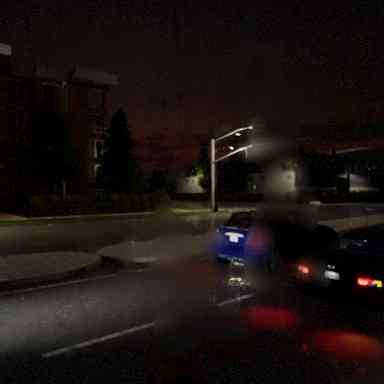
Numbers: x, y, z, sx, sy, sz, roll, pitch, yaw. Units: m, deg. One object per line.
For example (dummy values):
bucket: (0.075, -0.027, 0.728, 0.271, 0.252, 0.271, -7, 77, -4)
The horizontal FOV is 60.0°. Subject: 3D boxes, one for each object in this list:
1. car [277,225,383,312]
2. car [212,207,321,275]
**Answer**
car: (4.476, 1.536, 7.537, 5.357, 1.411, 2.033, 0, 0, -38)
car: (2.839, 1.340, 10.710, 4.553, 1.767, 2.097, 0, 0, -39)
